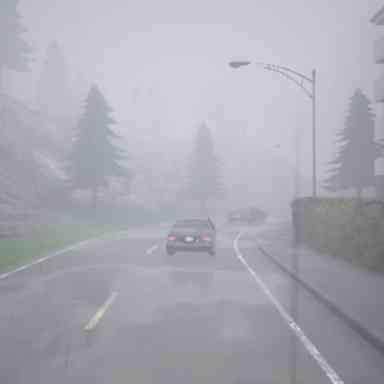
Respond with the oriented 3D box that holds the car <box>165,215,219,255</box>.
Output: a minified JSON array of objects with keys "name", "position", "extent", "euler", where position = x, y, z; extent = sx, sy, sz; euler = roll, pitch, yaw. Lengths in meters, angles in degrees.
[{"name":"car","position":[0.093,1.678,13.862],"extent":[2.033,1.411,5.357],"euler":[0,-1,4]}]

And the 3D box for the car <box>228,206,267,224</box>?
[{"name":"car","position":[4.604,1.822,27.400],"extent":[1.994,1.385,4.181],"euler":[0,-1,33]}]
